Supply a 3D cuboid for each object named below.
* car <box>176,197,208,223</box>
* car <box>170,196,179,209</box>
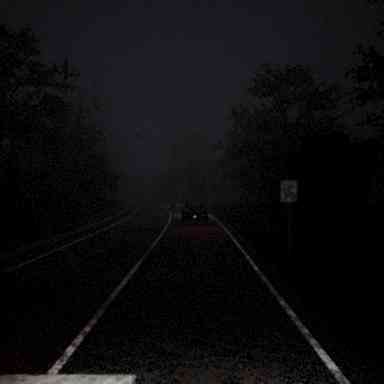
[{"bbox_3d":[0.123,1.390,24.245,2.128,1.511,4.902,0,0,-2],"label":"car"},{"bbox_3d":[-1.727,1.315,42.672,2.128,1.511,4.902,1,0,-9],"label":"car"}]
